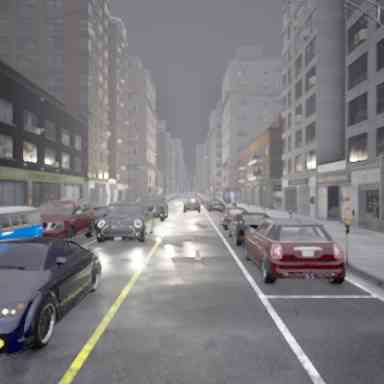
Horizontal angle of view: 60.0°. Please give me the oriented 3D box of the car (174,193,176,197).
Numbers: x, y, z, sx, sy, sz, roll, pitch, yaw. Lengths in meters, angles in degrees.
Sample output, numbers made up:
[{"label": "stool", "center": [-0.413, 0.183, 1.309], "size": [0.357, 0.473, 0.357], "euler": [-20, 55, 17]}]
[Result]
[{"label": "car", "center": [-5.847, 1.574, 86.918], "size": [1.802, 1.307, 4.206], "euler": [0, 0, 0]}]

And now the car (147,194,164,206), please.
[{"label": "car", "center": [-5.852, 1.313, 53.776], "size": [2.192, 1.841, 5.009], "euler": [0, 0, 0]}]

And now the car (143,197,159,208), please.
[{"label": "car", "center": [-5.852, 1.524, 48.082], "size": [1.752, 1.417, 4.829], "euler": [0, 0, 0]}]

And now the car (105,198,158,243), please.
[{"label": "car", "center": [-3.087, 1.352, 16.130], "size": [2.097, 1.767, 4.553], "euler": [0, 0, 0]}]

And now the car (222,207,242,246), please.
[{"label": "car", "center": [2.670, 1.565, 15.116], "size": [1.947, 1.339, 4.313], "euler": [0, 0, 0]}]

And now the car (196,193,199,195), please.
[{"label": "car", "center": [2.679, 1.429, 86.943], "size": [1.967, 1.590, 4.097], "euler": [0, 0, 0]}]

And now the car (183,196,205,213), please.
[{"label": "car", "center": [0.008, 1.490, 36.238], "size": [2.128, 1.511, 4.902], "euler": [0, 0, 0]}]

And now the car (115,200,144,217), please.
[{"label": "car", "center": [-5.854, 1.551, 31.682], "size": [2.008, 1.369, 4.403], "euler": [0, 0, 0]}]

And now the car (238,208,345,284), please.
[{"label": "car", "center": [2.669, 1.439, 9.591], "size": [1.967, 1.590, 4.097], "euler": [0, 0, 0]}]

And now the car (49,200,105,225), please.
[{"label": "car", "center": [-5.857, 1.316, 15.111], "size": [2.192, 1.841, 5.009], "euler": [0, 0, 0]}]

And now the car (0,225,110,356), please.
[{"label": "car", "center": [-3.091, 1.565, 6.095], "size": [1.994, 1.385, 4.181], "euler": [0, 0, 0]}]

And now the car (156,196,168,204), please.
[{"label": "car", "center": [-5.850, 1.563, 64.823], "size": [1.947, 1.339, 4.313], "euler": [0, 0, 0]}]

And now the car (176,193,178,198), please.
[{"label": "car", "center": [-5.847, 1.305, 92.442], "size": [2.192, 1.841, 5.009], "euler": [0, 0, 0]}]

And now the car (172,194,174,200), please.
[{"label": "car", "center": [-5.849, 1.546, 75.870], "size": [2.008, 1.369, 4.403], "euler": [0, 0, 0]}]

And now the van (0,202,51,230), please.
[{"label": "van", "center": [-5.857, 1.343, 9.587], "size": [1.690, 1.788, 3.998], "euler": [0, 0, 0]}]

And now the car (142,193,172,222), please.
[{"label": "car", "center": [-3.076, 1.221, 26.512], "size": [2.150, 2.045, 5.566], "euler": [0, 0, 1]}]

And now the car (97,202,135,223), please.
[{"label": "car", "center": [-5.855, 1.551, 26.158], "size": [2.008, 1.369, 4.403], "euler": [0, 0, 0]}]

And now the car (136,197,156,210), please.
[{"label": "car", "center": [-5.853, 1.439, 42.729], "size": [1.967, 1.590, 4.097], "euler": [0, 0, 0]}]

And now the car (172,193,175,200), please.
[{"label": "car", "center": [-5.847, 1.560, 81.395], "size": [1.947, 1.339, 4.313], "euler": [0, 0, 0]}]

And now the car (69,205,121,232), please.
[{"label": "car", "center": [-5.855, 1.567, 20.635], "size": [1.947, 1.339, 4.313], "euler": [0, 0, 0]}]

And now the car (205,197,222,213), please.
[{"label": "car", "center": [2.672, 1.563, 37.217], "size": [1.947, 1.339, 4.313], "euler": [0, 0, 0]}]

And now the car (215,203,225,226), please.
[{"label": "car", "center": [2.671, 1.580, 20.641], "size": [1.802, 1.307, 4.206], "euler": [0, 0, 0]}]

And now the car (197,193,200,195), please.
[{"label": "car", "center": [2.677, 1.543, 75.892], "size": [2.008, 1.369, 4.403], "euler": [0, 0, 0]}]

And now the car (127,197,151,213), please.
[{"label": "car", "center": [-5.853, 1.440, 37.205], "size": [1.967, 1.590, 4.097], "euler": [0, 0, 0]}]
